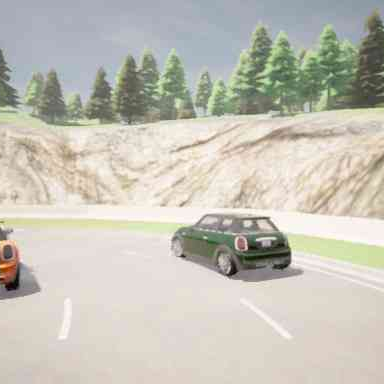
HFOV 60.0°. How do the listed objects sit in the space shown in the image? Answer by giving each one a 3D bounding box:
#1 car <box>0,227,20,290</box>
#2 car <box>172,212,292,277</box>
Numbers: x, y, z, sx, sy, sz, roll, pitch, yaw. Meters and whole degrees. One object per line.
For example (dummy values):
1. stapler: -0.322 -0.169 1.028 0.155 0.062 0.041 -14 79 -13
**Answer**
1. car: -5.901 1.426 8.765 2.097 1.767 4.553 0 0 -33
2. car: 1.041 1.445 10.945 2.097 1.767 4.553 0 0 -28
